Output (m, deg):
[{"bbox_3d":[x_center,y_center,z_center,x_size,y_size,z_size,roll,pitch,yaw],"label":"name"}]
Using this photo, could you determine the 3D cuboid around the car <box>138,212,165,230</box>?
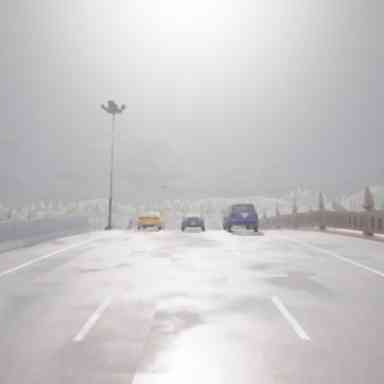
[{"bbox_3d":[-3.405,2.460,28.375,1.882,1.535,5.008,0,-5,0],"label":"car"}]

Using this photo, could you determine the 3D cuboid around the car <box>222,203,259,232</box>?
[{"bbox_3d":[3.596,1.947,25.330,2.150,2.045,5.566,0,-4,0],"label":"car"}]

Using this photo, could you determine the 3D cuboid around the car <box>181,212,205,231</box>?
[{"bbox_3d":[0.096,2.435,27.556,1.812,1.442,4.674,0,-5,0],"label":"car"}]
